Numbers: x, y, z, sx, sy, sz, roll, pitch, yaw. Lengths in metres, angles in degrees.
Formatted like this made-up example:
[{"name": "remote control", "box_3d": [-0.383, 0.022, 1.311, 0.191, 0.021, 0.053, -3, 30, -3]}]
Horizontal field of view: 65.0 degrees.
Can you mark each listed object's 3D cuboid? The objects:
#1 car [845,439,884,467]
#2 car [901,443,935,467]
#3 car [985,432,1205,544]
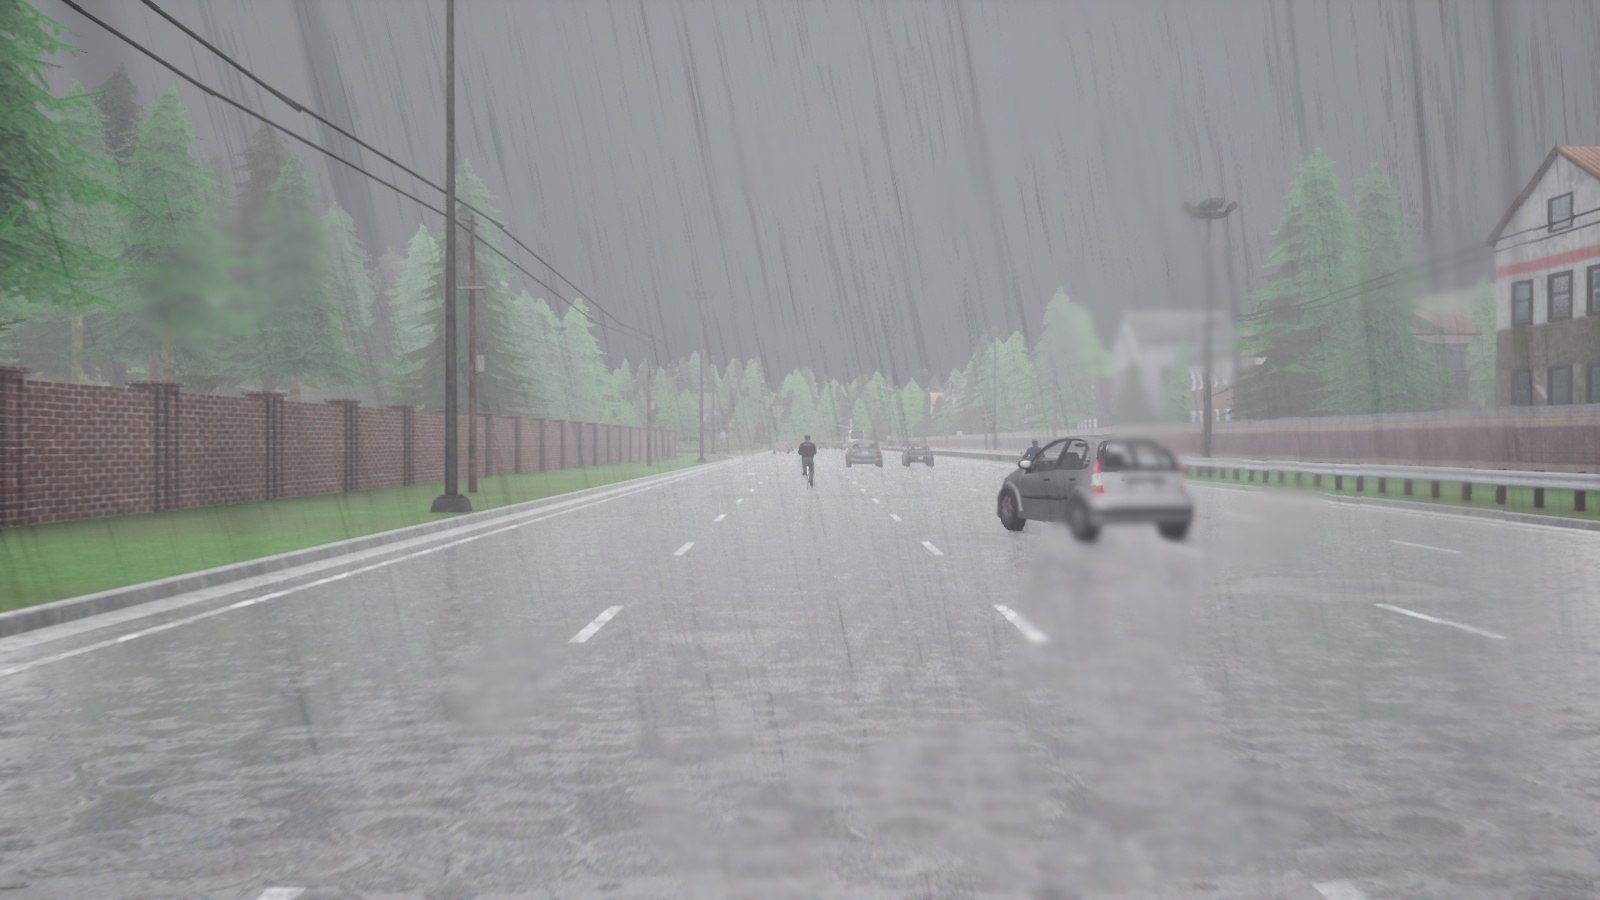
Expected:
[{"name": "car", "box_3d": [3.961, 0.149, 78.115, 2.242, 1.667, 4.611, 0, 0, 0]}, {"name": "car", "box_3d": [7.470, 0.312, 79.749, 1.816, 1.474, 4.193, 0, 0, 0]}, {"name": "car", "box_3d": [4.600, 0.533, 20.226, 1.851, 1.617, 3.988, 0, 0, -13]}]
